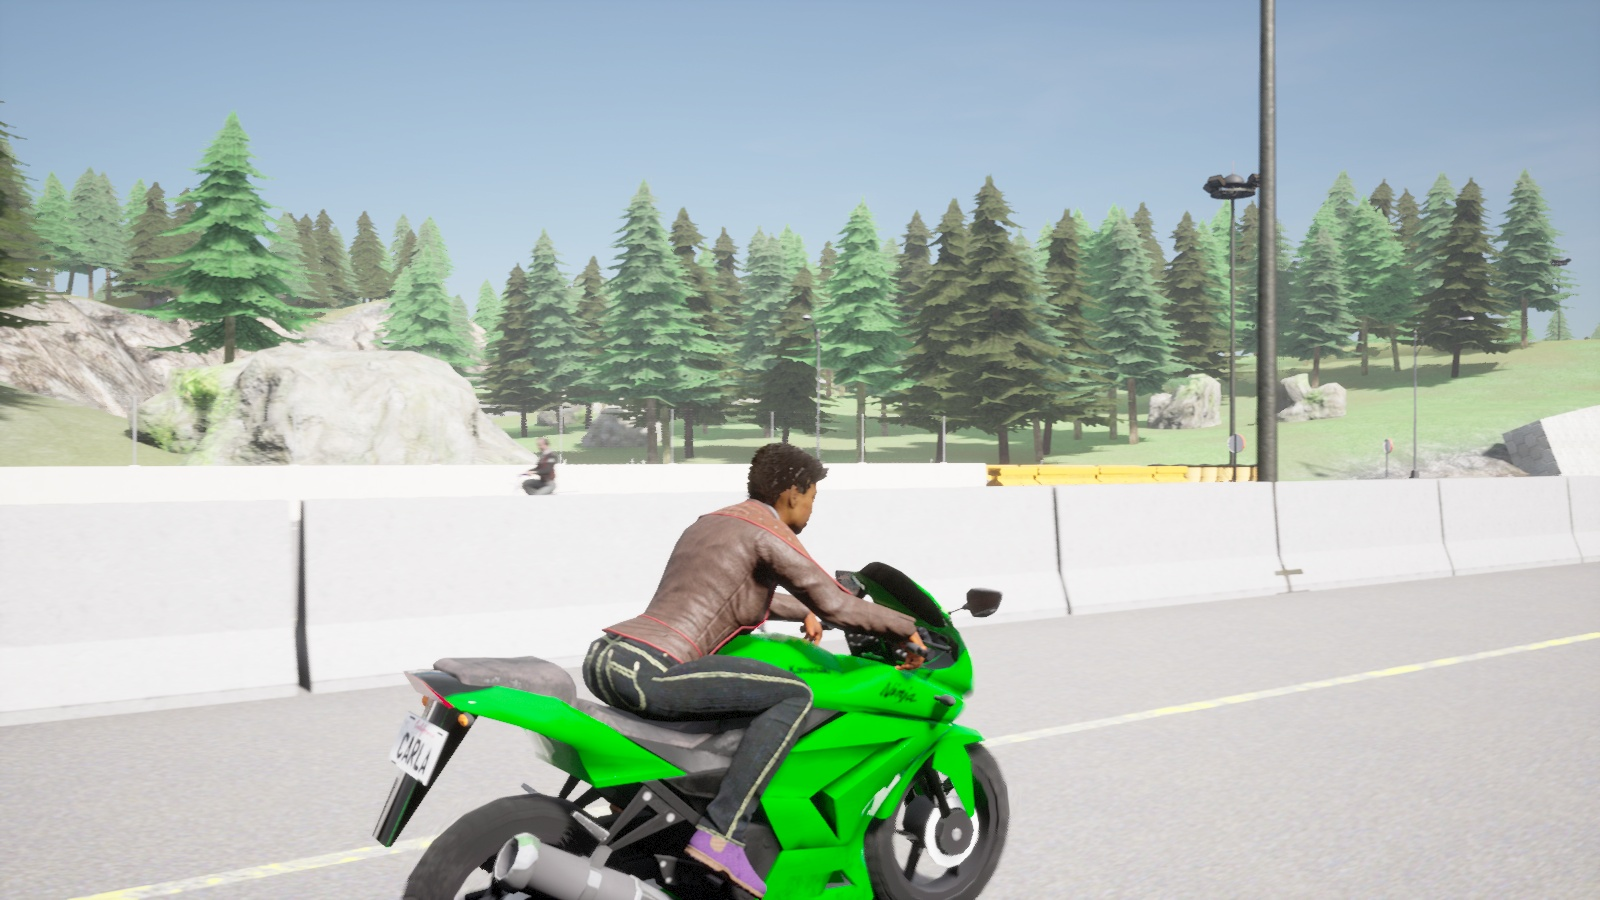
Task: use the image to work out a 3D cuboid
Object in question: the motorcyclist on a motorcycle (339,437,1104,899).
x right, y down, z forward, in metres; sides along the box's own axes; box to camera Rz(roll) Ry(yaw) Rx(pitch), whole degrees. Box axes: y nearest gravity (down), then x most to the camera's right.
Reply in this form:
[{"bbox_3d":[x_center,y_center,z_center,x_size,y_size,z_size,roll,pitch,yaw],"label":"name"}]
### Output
[{"bbox_3d":[-0.145,0.736,3.558,2.044,1.523,0.797,0,0,-35],"label":"motorcyclist on a motorcycle"}]
